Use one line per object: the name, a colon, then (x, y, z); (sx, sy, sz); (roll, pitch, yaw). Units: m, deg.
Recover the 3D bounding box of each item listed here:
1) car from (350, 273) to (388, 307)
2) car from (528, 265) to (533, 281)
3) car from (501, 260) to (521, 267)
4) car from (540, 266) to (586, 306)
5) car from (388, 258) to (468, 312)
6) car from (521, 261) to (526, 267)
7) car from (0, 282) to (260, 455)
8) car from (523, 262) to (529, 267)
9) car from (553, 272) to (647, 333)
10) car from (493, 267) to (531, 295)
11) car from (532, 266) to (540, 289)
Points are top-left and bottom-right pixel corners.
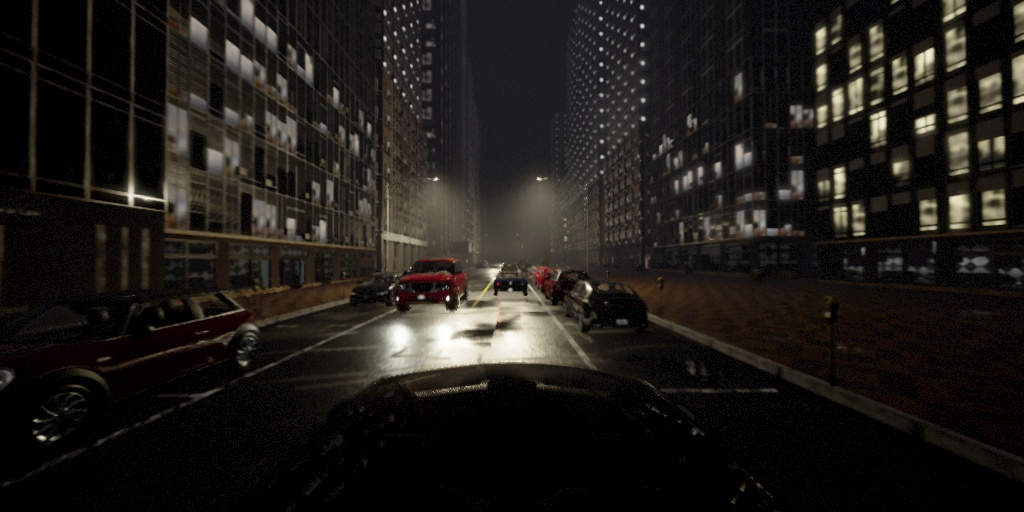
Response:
car: (-5.824, 1.455, 16.397); (2.007, 1.370, 4.403); (0, 0, -1)
car: (2.447, 1.541, 27.834); (1.802, 1.307, 4.207); (0, 0, -1)
car: (-0.290, 1.577, 42.416); (1.882, 1.535, 5.008); (0, -1, -1)
car: (2.557, 1.301, 16.456); (1.967, 1.591, 4.097); (0, 0, -1)
car: (-3.214, 1.103, 15.398); (2.150, 2.045, 5.566); (0, 0, 0)
car: (2.227, 1.724, 50.587); (1.948, 1.339, 4.313); (0, 0, -1)
car: (-5.713, 1.247, 5.021); (1.967, 1.591, 4.097); (0, 0, -1)
car: (2.392, 1.558, 33.522); (2.007, 1.370, 4.403); (0, 0, -1)
car: (2.612, 1.364, 10.768); (2.007, 1.370, 4.403); (0, 0, -1)
car: (-0.092, 1.516, 21.148); (1.895, 1.301, 4.718); (0, 0, 0)
car: (2.502, 1.455, 22.145); (1.888, 1.381, 4.507); (0, 0, -1)
